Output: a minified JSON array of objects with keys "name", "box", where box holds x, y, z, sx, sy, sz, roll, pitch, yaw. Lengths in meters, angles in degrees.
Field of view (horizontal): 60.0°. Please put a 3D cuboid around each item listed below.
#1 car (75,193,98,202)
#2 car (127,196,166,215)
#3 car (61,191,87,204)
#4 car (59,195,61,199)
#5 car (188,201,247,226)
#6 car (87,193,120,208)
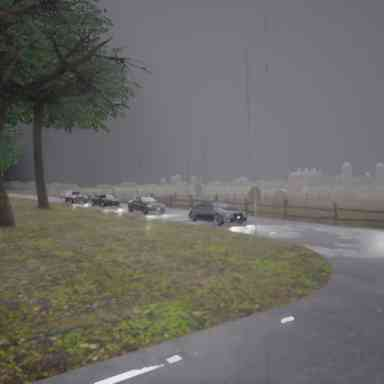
[{"name":"car","box":[-16.243,0.798,51.008,1.895,1.301,4.718,-1,1,-36]},{"name":"car","box":[-4.131,1.109,29.322,1.812,1.442,4.674,-1,1,-36]},{"name":"car","box":[-15.901,0.652,45.608,2.097,1.767,4.553,-1,1,-36]},{"name":"car","box":[-22.081,0.637,59.064,1.994,1.385,4.181,-1,1,-36]},{"name":"car","box":[1.576,1.304,21.478,1.994,1.385,4.181,-1,2,-37]},{"name":"car","box":[-9.674,0.922,36.958,1.882,1.535,5.008,-1,2,-36]}]
